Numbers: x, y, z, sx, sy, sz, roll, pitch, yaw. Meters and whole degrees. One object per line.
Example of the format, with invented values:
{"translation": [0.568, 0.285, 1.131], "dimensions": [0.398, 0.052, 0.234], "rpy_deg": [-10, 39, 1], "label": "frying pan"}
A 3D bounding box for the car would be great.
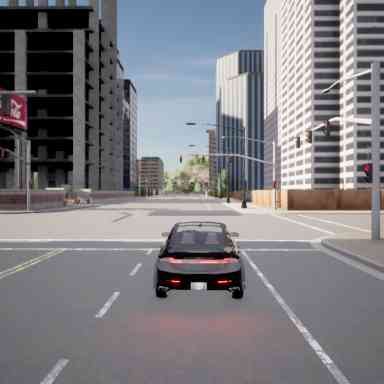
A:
{"translation": [0.205, 1.492, 8.460], "dimensions": [2.128, 1.511, 4.902], "rpy_deg": [0, 0, 2], "label": "car"}
